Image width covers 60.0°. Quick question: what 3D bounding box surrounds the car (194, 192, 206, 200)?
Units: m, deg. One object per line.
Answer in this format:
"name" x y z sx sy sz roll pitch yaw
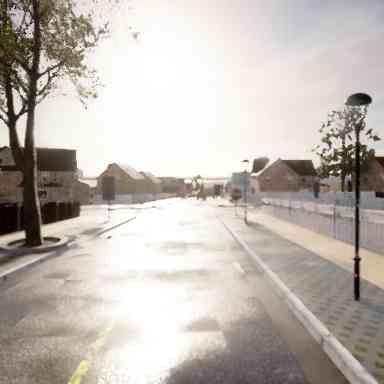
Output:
"car" 2.287 0.990 82.960 2.150 2.045 5.566 0 0 3

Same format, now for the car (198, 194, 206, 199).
"car" 2.886 1.204 93.336 1.994 1.385 4.181 0 0 4

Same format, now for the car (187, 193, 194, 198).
"car" -0.230 0.931 87.245 2.033 1.411 5.357 0 0 3
